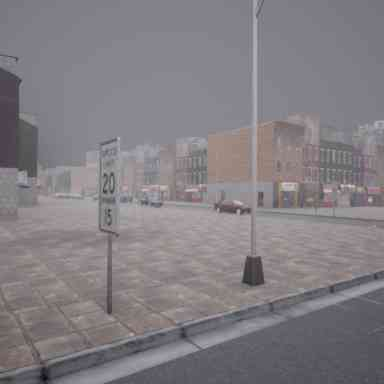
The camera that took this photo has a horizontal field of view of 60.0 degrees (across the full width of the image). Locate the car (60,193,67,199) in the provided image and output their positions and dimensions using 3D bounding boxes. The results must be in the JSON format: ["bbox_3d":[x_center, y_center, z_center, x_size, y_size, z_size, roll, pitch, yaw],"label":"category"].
[{"bbox_3d":[-27.824,0.924,75.761,1.887,1.381,4.507,1,0,-35],"label":"car"}]

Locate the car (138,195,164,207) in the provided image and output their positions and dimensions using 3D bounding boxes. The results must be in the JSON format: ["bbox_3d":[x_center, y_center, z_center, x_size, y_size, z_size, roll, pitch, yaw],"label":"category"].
[{"bbox_3d":[-5.584,1.230,44.388,1.947,1.339,4.313,1,0,-35],"label":"car"}]

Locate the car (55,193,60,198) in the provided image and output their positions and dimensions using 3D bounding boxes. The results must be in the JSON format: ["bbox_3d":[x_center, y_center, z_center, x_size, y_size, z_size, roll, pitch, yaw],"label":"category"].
[{"bbox_3d":[-31.002,0.892,80.243,1.887,1.381,4.507,1,0,-35],"label":"car"}]

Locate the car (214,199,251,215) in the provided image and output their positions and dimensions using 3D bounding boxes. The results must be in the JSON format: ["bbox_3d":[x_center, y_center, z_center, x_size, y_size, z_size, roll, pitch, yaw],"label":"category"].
[{"bbox_3d":[3.947,1.367,30.943,1.887,1.381,4.507,1,0,-35],"label":"car"}]

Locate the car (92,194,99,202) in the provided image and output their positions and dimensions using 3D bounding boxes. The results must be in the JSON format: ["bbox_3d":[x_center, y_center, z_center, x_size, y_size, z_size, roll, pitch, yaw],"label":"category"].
[{"bbox_3d":[-16.142,1.019,58.611,1.837,1.490,4.892,1,0,-35],"label":"car"}]

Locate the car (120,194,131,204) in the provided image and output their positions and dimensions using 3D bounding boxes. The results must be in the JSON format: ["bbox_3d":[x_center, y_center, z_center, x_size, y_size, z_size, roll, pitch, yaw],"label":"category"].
[{"bbox_3d":[-12.089,1.047,52.903,1.882,1.535,5.008,1,0,-35],"label":"car"}]

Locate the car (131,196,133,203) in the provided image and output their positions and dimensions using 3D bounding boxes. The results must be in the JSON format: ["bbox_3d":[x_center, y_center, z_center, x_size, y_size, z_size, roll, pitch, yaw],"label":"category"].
[{"bbox_3d":[-11.904,1.073,57.854,1.837,1.490,4.892,1,0,-35],"label":"car"}]

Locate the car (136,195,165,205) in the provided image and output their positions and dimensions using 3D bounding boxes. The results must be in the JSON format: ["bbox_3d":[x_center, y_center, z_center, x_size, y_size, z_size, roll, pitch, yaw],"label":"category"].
[{"bbox_3d":[-6.244,1.195,49.951,2.033,1.411,5.357,1,0,-35],"label":"car"}]

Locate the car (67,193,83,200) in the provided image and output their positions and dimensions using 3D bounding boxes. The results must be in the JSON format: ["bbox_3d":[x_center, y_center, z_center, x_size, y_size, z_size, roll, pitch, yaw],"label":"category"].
[{"bbox_3d":[-24.647,0.965,71.279,2.008,1.369,4.403,1,0,-35],"label":"car"}]

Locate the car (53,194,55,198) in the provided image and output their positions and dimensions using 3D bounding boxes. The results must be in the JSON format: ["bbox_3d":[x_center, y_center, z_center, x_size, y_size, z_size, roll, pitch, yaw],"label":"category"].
[{"bbox_3d":[-34.080,0.843,84.586,1.752,1.417,4.829,1,0,-35],"label":"car"}]
